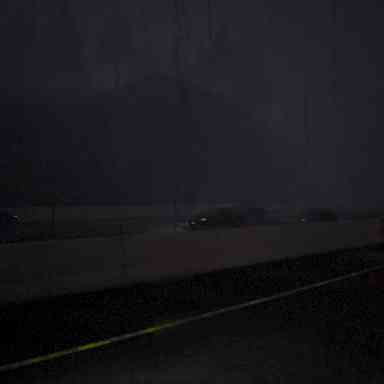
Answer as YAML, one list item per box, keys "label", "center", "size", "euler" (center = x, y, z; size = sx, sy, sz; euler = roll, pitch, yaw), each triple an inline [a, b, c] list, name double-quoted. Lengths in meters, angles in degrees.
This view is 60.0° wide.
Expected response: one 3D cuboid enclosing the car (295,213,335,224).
- label: "car"
  center: [9.607, 1.931, 25.635]
  size: [4.181, 1.385, 1.994]
  euler: [1, -1, -43]
